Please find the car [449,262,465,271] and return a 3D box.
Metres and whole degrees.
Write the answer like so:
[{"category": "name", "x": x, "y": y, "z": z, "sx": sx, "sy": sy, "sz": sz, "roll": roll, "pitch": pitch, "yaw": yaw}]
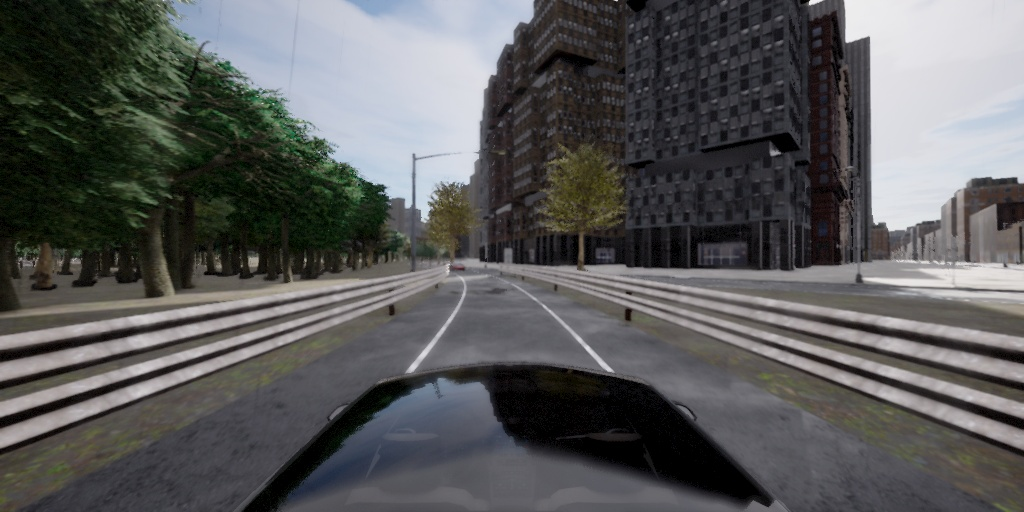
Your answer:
[{"category": "car", "x": -8.575, "y": 1.570, "z": 55.746, "sx": 1.994, "sy": 1.385, "sz": 4.181, "roll": 0, "pitch": 0, "yaw": -20}]
